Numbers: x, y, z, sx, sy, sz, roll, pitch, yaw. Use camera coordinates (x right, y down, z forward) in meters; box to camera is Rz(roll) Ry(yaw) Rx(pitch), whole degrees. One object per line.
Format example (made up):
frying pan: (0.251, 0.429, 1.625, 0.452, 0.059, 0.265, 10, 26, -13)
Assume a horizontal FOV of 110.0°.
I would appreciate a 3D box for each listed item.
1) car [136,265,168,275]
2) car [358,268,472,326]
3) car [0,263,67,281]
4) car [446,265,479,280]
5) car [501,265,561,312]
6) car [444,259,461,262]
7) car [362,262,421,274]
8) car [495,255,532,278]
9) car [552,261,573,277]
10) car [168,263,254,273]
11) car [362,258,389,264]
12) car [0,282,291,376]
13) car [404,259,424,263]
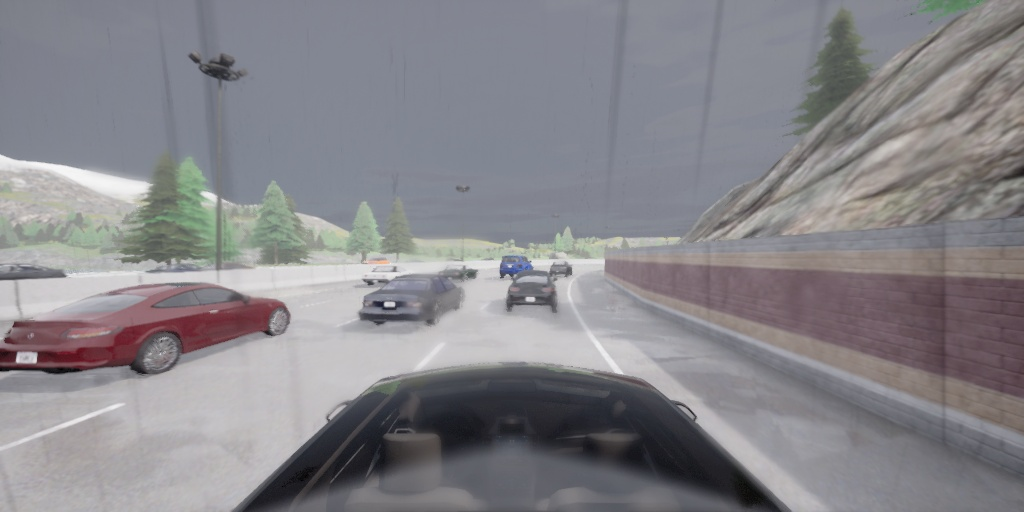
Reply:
car: (-22.717, 1.241, 24.270, 1.994, 1.385, 4.181, 0, 0, 9)
car: (-2.927, 1.288, 11.683, 2.033, 1.411, 5.357, 0, 0, 5)
car: (-26.977, 1.154, 18.761, 2.128, 1.511, 4.902, 0, 0, 7)
car: (-4.091, 1.339, 28.238, 1.895, 1.301, 4.718, 0, 0, 11)
car: (0.858, 1.279, 14.247, 1.812, 1.442, 4.674, 0, 0, 6)
car: (-10.931, 1.232, 64.399, 1.837, 1.490, 4.892, 0, 0, 24)
car: (-8.277, 1.325, 24.854, 1.895, 1.301, 4.718, 0, 0, 10)
car: (0.442, 0.974, 32.508, 2.150, 2.045, 5.566, 0, 0, 13)
car: (4.975, 1.259, 35.946, 2.128, 1.511, 4.902, 0, 0, 15)
car: (-19.278, 1.214, 23.734, 1.812, 1.442, 4.674, 0, 0, 9)
car: (-21.538, 1.034, 56.789, 2.097, 1.767, 4.553, 0, 0, 20)
car: (-6.679, 1.254, 7.305, 1.812, 1.442, 4.674, 0, 0, 2)
car: (-16.715, 1.246, 59.691, 2.033, 1.411, 5.357, 0, 0, 22)
